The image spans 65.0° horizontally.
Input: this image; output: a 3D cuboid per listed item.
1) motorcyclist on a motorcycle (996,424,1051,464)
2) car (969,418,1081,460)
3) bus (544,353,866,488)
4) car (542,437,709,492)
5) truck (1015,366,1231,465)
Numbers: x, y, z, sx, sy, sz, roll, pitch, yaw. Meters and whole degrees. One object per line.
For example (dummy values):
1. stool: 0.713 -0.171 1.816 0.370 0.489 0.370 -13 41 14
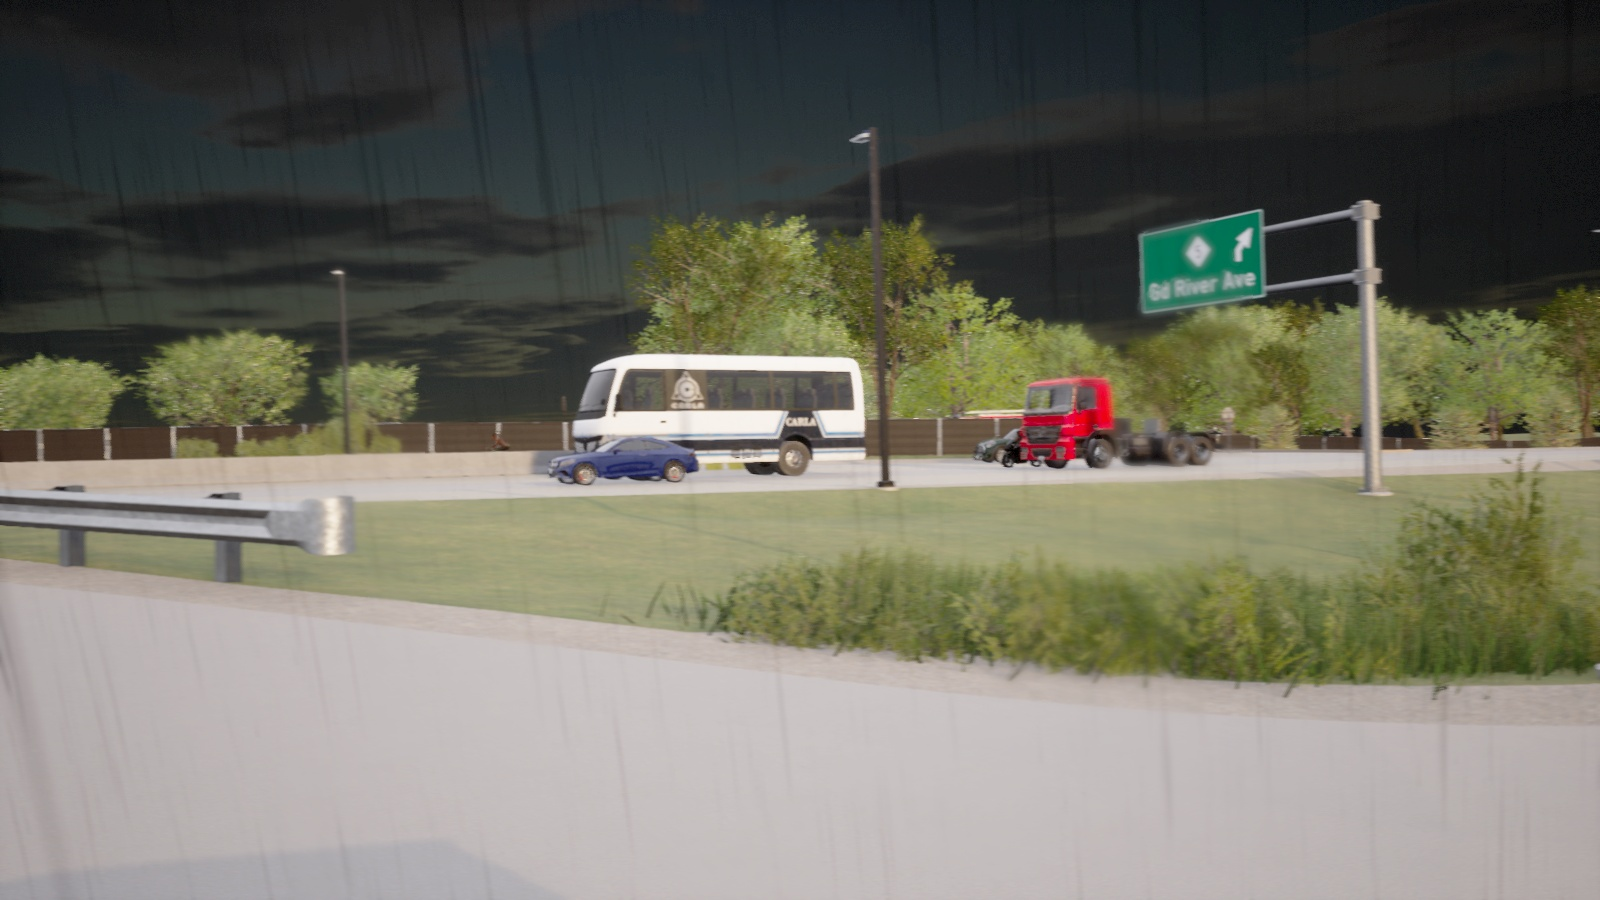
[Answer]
1. motorcyclist on a motorcycle: 8.876 -0.232 49.913 2.044 1.523 0.797 -2 0 -28
2. car: 10.323 -0.508 57.776 4.553 1.767 2.097 -2 1 -11
3. bus: -3.221 -1.083 43.571 10.273 4.253 3.944 -2 0 -28
4. car: -5.333 0.428 38.484 4.674 1.442 1.812 -2 0 -28
5. truck: 12.348 -1.321 47.801 7.936 3.462 2.891 -2 0 -28
